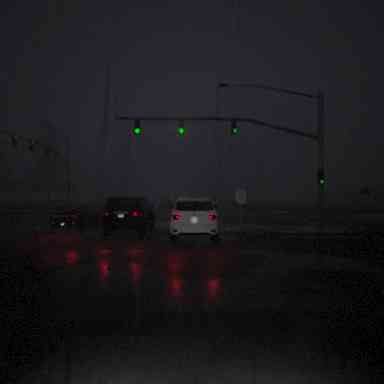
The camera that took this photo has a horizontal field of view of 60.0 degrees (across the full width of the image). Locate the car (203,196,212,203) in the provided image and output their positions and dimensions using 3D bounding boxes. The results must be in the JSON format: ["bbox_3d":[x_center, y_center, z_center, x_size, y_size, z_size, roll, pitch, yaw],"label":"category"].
[{"bbox_3d":[3.506,1.589,76.129,1.837,1.490,4.892,0,0,0],"label":"car"}]

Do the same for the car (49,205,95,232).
[{"bbox_3d":[-6.898,1.518,20.161,2.128,1.511,4.902,0,0,0],"label":"car"}]

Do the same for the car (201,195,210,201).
[{"bbox_3d":[3.506,1.563,86.549,2.033,1.411,5.357,0,0,0],"label":"car"}]

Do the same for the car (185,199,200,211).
[{"bbox_3d":[0.102,1.658,43.527,1.895,1.301,4.718,0,0,0],"label":"car"}]

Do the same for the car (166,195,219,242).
[{"bbox_3d":[0.101,1.243,16.657,2.150,2.045,5.566,0,0,0],"label":"car"}]

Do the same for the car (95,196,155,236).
[{"bbox_3d":[-3.398,1.246,18.564,2.150,2.045,5.566,0,0,0],"label":"car"}]

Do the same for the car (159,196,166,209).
[{"bbox_3d":[-3.397,1.624,45.591,1.994,1.385,4.181,0,0,0],"label":"car"}]

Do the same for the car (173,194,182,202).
[{"bbox_3d":[-3.494,1.461,81.100,2.097,1.767,4.553,0,0,0],"label":"car"}]

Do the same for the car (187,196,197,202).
[{"bbox_3d":[0.006,1.626,78.630,2.128,1.511,4.902,0,0,0],"label":"car"}]

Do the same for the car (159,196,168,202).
[{"bbox_3d":[-6.994,1.704,82.410,1.895,1.301,4.718,0,0,0],"label":"car"}]

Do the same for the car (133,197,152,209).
[{"bbox_3d":[-6.896,1.539,46.616,1.882,1.535,5.008,0,0,0],"label":"car"}]
